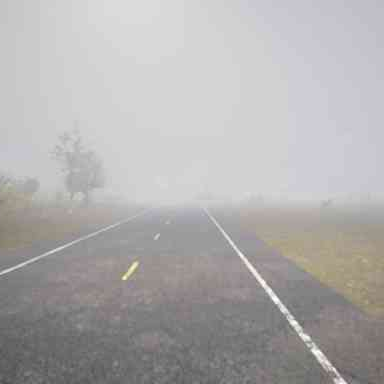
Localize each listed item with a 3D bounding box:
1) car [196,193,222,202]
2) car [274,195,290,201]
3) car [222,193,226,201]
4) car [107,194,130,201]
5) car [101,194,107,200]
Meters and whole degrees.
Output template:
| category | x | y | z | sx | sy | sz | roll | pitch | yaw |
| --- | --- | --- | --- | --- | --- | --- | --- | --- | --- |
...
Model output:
| category | x | y | z | sx | sy | sz | roll | pitch | yaw |
| --- | --- | --- | --- | --- | --- | --- | --- | --- | --- |
| car | 3.668 | 1.252 | 80.260 | 5.566 | 2.045 | 2.150 | 0 | 0 | -2 |
| car | 23.385 | 1.556 | 87.846 | 5.008 | 1.535 | 1.882 | 0 | 0 | -2 |
| car | 6.270 | 1.247 | 87.345 | 5.566 | 2.045 | 2.150 | 0 | 0 | -2 |
| car | -17.185 | 1.290 | 79.732 | 4.553 | 1.767 | 2.097 | 0 | 0 | -2 |
| car | -22.489 | 1.374 | 86.575 | 5.008 | 1.535 | 1.882 | 0 | 0 | -2 |
